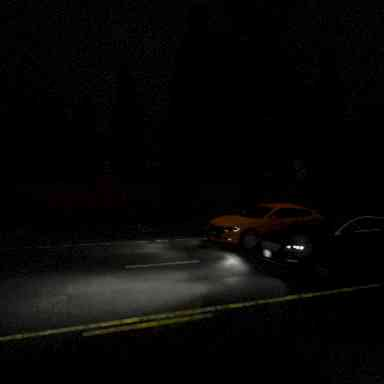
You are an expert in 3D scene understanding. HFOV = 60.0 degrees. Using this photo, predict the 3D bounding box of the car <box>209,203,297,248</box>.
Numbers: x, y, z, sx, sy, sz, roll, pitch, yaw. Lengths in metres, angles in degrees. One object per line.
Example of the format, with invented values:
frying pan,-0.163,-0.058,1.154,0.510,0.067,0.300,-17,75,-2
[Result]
car,3.085,1.192,12.725,5.008,1.535,1.882,0,2,-23

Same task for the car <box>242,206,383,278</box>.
car,4.177,1.315,9.394,4.902,1.511,2.128,0,2,-23
